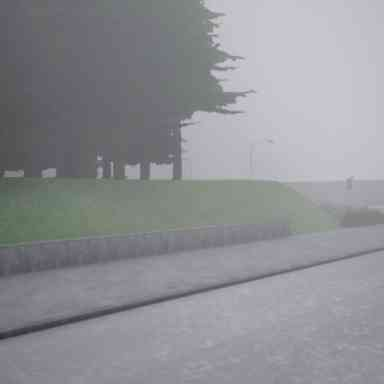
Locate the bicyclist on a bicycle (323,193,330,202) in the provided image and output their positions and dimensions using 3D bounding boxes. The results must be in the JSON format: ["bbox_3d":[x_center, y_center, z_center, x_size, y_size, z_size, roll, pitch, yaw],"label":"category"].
[{"bbox_3d":[16.492,0.942,40.852,1.656,1.620,0.582,-1,1,-36],"label":"bicyclist on a bicycle"}]
